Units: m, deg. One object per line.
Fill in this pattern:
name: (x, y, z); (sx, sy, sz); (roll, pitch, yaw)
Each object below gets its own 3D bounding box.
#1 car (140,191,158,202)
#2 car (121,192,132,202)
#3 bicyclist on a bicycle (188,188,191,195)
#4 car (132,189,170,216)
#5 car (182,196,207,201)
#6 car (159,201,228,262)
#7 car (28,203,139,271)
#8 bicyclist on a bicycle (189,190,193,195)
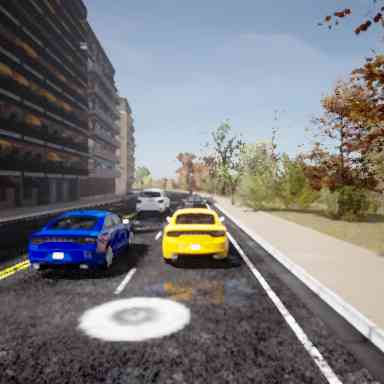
car: (-6.438, 0.699, 50.202); (2.128, 1.511, 4.902); (0, 1, 0)
car: (-9.695, 0.710, 51.701); (1.812, 1.442, 4.674); (0, 1, 0)
bicyclist on a bicycle: (-0.566, -0.050, 89.677); (0.659, 1.776, 1.843); (0, 1, -4)
car: (-3.037, 0.796, 26.851); (2.150, 2.045, 5.566); (0, 1, 1)
car: (0.224, 1.047, 27.972); (2.128, 1.511, 4.902); (0, 1, 1)
car: (0.122, 1.294, 11.373); (1.882, 1.535, 5.008); (0, 1, 1)
car: (-3.140, 1.309, 10.374); (1.882, 1.535, 5.008); (0, 1, 1)
bicyclist on a bicycle: (0.003, 0.179, 80.628); (0.582, 1.620, 1.656); (0, 1, -3)
